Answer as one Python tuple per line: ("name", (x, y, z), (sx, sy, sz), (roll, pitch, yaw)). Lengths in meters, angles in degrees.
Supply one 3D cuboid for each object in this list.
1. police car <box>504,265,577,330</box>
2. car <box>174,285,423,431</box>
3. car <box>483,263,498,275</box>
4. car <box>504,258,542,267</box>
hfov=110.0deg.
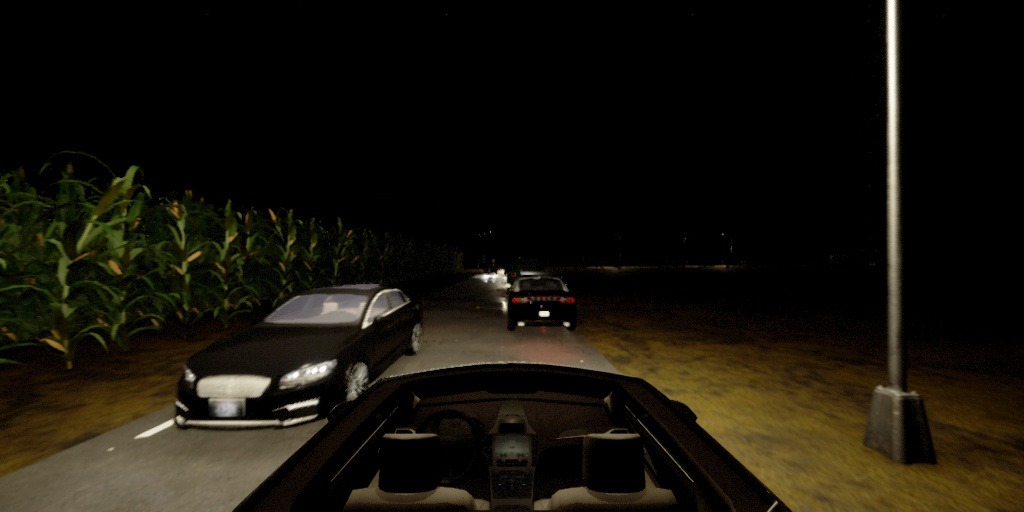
("police car", (0.806, 1.262, 11.566), (1.930, 1.638, 5.238), (0, -1, 0))
("car", (-2.855, 1.277, 6.038), (2.128, 1.511, 4.902), (0, 0, 0))
("car", (-2.938, 1.773, 49.652), (2.128, 1.511, 4.902), (0, -1, 0))
("car", (0.785, 1.161, 21.489), (2.150, 2.045, 5.566), (0, -1, 0))
